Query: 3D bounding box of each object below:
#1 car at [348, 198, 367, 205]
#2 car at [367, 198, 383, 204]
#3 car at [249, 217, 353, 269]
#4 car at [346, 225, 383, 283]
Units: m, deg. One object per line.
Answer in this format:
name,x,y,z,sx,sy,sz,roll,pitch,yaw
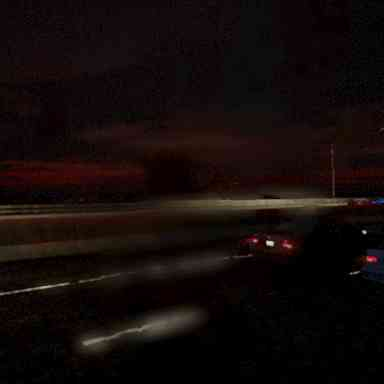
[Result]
car,23.630,1.556,46.621,4.181,1.385,1.994,0,0,-35
car,25.527,1.469,43.681,5.008,1.535,1.882,0,0,-35
car,4.340,1.549,11.184,5.357,1.411,2.033,0,0,-35
car,6.363,1.549,8.329,5.357,1.411,2.033,0,0,-35
